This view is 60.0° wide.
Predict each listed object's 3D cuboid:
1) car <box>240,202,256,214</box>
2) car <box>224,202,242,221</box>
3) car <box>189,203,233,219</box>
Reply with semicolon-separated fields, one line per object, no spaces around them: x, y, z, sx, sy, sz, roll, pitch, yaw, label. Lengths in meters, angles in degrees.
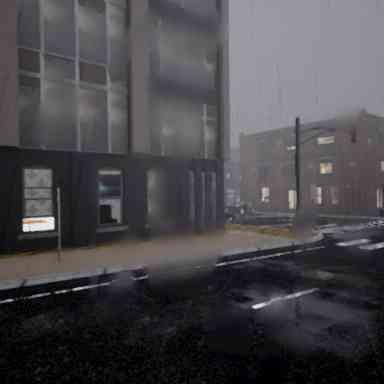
5.426;1.794;38.273;2.008;1.369;4.403;-2;0;-37;car
1.812;1.849;28.675;1.947;1.339;4.313;-2;0;-37;car
1.786;1.827;33.275;1.812;1.442;4.674;-1;0;-37;car
